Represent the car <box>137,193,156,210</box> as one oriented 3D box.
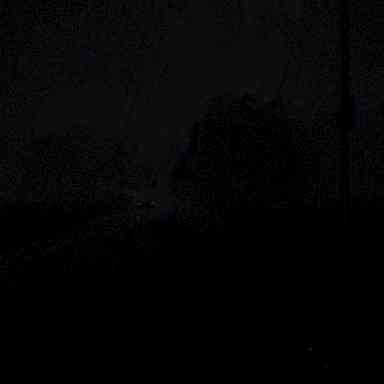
[{"bbox_3d":[-5.291,1.212,38.783,1.882,1.535,5.008,0,1,-5],"label":"car"}]
